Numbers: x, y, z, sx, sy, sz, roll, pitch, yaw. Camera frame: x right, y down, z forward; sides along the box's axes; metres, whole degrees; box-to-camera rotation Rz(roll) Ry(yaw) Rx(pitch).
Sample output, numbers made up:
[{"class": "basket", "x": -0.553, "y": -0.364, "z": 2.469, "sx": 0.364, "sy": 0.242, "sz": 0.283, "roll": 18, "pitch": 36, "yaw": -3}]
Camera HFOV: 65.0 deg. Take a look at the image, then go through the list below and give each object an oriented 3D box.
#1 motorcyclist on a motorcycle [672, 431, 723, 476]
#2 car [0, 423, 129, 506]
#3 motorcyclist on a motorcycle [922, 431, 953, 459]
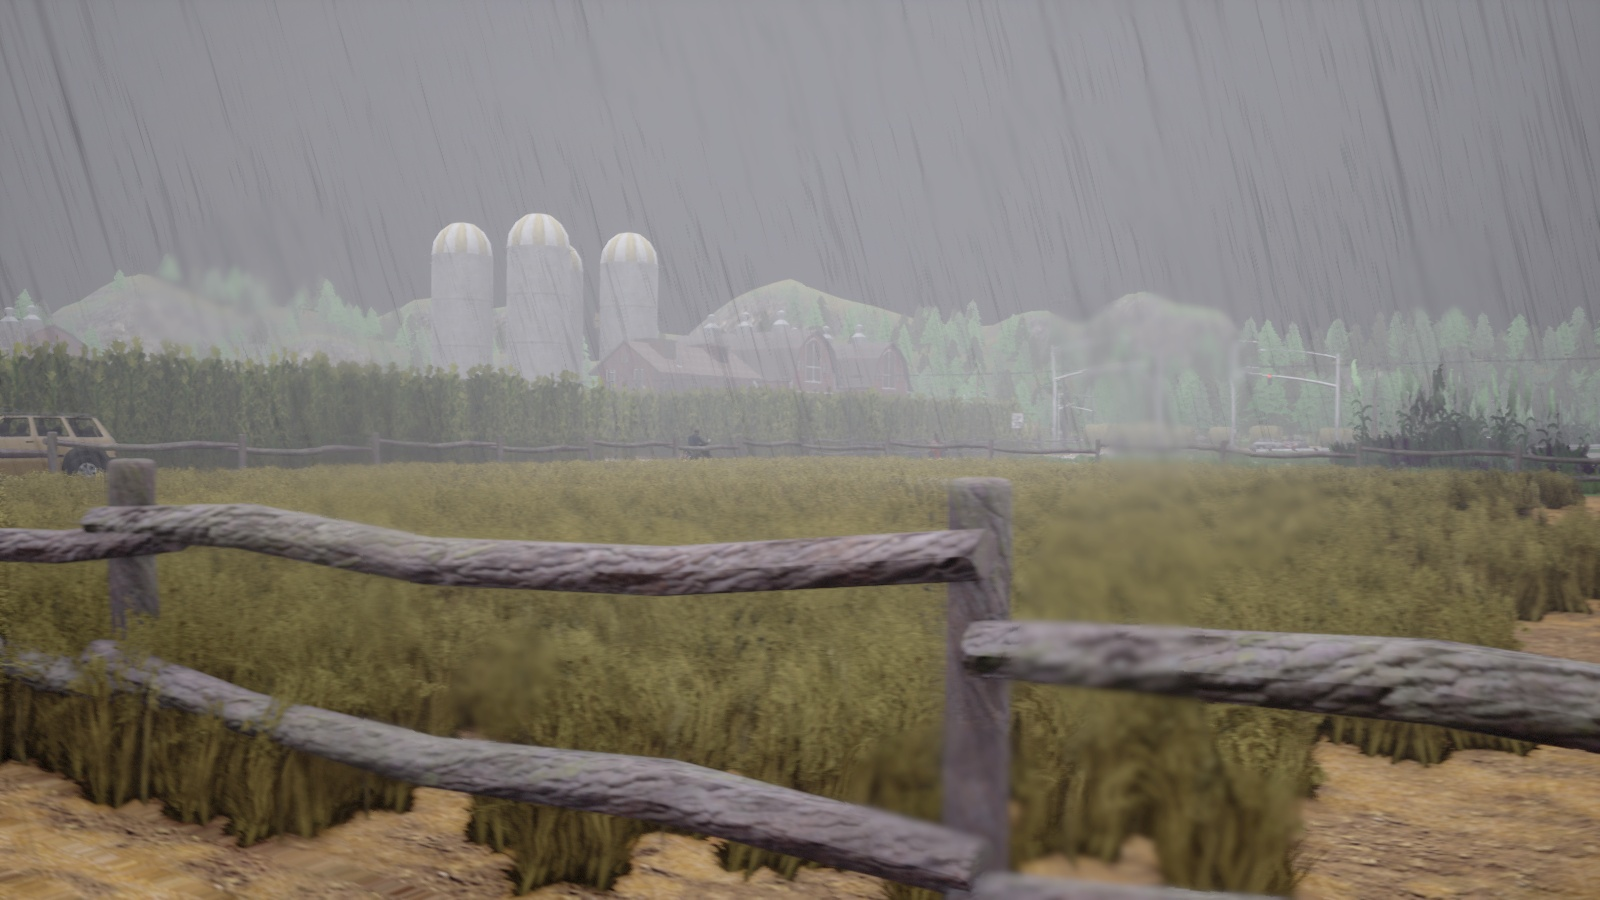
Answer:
[{"class": "motorcyclist on a motorcycle", "x": -3.713, "y": 0.096, "z": 45.577, "sx": 0.866, "sy": 1.590, "sz": 1.817, "roll": 0, "pitch": 1, "yaw": 33}, {"class": "car", "x": -18.346, "y": 0.318, "z": 29.039, "sx": 1.932, "sy": 1.855, "sz": 4.605, "roll": 0, "pitch": 1, "yaw": 34}, {"class": "motorcyclist on a motorcycle", "x": 7.464, "y": -0.284, "z": 68.127, "sx": 0.797, "sy": 1.523, "sz": 2.044, "roll": 0, "pitch": 1, "yaw": 33}]
